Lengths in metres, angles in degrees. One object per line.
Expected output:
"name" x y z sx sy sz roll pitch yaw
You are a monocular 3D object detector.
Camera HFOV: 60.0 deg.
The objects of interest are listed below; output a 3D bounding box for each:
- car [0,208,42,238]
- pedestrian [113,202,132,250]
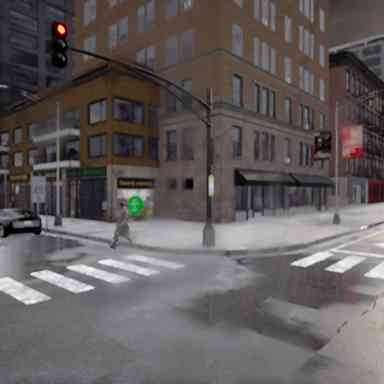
"car" -9.326 1.509 17.252 4.313 1.339 1.947 0 0 43
"pedestrian" -2.665 1.253 12.722 0.375 1.860 0.375 0 0 43
